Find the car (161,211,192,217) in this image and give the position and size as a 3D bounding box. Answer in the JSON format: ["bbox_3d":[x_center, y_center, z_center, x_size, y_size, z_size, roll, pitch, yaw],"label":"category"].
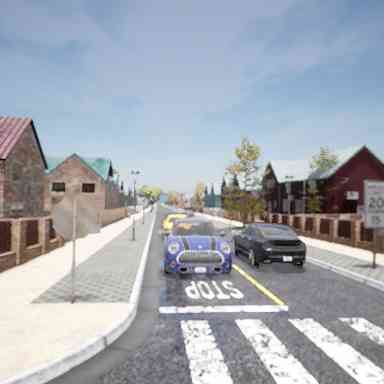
[{"bbox_3d":[-0.921,2.275,22.092,1.882,1.535,5.008,1,-2,-6],"label":"car"}]

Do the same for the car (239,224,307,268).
[{"bbox_3d":[2.924,2.038,13.429,1.837,1.490,4.892,1,-2,-6],"label":"car"}]

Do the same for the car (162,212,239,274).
[{"bbox_3d":[0.077,1.778,12.026,2.097,1.767,4.553,1,-2,-5],"label":"car"}]

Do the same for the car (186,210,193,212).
[{"bbox_3d":[-0.534,3.331,47.288,2.033,1.411,5.357,1,-2,-5],"label":"car"}]

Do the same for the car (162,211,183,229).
[{"bbox_3d":[-1.954,2.680,32.304,1.837,1.490,4.892,1,-2,-6],"label":"car"}]
